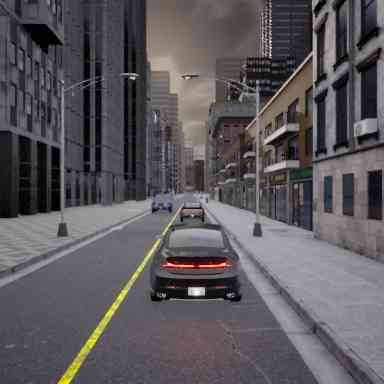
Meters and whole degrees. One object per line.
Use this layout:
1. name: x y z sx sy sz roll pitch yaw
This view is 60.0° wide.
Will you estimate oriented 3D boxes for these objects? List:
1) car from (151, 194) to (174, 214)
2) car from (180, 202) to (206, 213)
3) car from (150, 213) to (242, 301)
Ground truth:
1. car: -3.167 1.248 36.517 2.150 2.045 5.566 0 0 0
2. car: 0.046 1.509 26.311 2.128 1.511 4.902 0 0 0
3. car: 0.085 1.507 8.292 1.837 1.490 4.892 0 0 0
